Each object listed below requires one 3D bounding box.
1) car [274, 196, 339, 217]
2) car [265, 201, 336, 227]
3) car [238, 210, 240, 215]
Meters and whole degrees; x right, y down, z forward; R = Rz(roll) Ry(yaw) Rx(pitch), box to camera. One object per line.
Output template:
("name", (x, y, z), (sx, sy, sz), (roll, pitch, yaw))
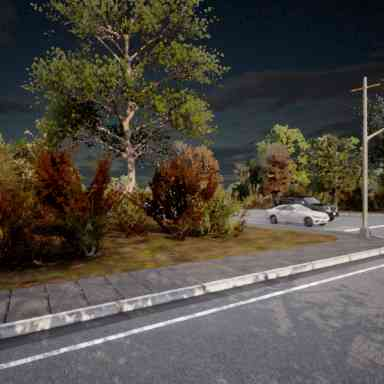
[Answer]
("car", (9.049, 1.315, 27.235), (2.150, 2.045, 5.566), (0, -1, -37))
("car", (7.365, 1.599, 23.641), (1.812, 1.442, 4.674), (0, -1, -38))
("car", (2.819, 1.588, 34.508), (2.097, 1.767, 4.553), (0, -1, -42))
